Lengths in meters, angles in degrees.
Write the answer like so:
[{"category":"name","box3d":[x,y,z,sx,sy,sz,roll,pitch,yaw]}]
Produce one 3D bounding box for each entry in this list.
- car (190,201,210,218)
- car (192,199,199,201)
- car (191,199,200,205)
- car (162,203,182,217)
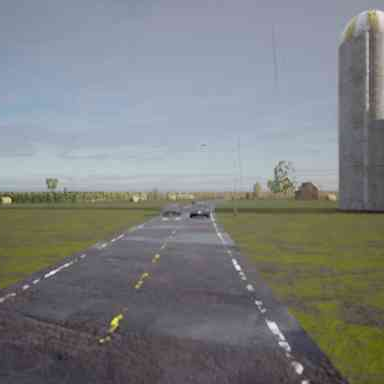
[{"category":"car","box3d":[0.819,1.939,34.211,1.994,1.385,4.181,0,-1,3]},{"category":"car","box3d":[1.284,1.986,44.217,1.837,1.490,4.892,0,0,3]},{"category":"car","box3d":[0.839,2.377,76.782,1.895,1.301,4.718,0,-1,5]},{"category":"car","box3d":[-2.048,1.943,36.250,2.033,1.411,5.357,0,-1,3]}]
